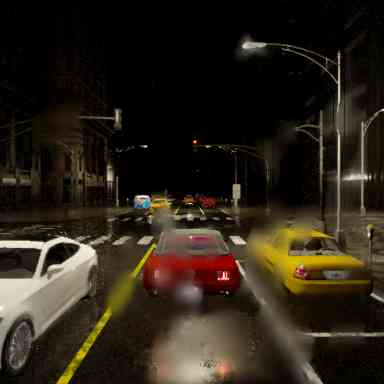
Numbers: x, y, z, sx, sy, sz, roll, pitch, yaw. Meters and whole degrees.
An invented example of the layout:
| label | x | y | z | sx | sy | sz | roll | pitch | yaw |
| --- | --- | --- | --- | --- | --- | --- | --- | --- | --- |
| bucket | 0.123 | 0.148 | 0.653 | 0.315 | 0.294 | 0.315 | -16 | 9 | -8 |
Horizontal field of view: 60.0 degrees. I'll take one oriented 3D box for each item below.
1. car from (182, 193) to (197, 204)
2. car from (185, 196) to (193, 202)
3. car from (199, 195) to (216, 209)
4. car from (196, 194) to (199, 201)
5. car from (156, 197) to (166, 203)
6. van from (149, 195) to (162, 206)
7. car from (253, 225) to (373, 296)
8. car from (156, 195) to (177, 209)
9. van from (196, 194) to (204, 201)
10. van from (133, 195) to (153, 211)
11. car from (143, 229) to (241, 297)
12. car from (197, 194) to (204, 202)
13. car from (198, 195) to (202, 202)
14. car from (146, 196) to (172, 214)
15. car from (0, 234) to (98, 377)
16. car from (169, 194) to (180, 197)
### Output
| label | x | y | z | sx | sy | sz | roll | pitch | yaw |
| --- | --- | --- | --- | --- | --- | --- | --- | --- | --- |
| car | -0.570 | 1.515 | 65.758 | 1.882 | 1.535 | 5.008 | 0 | 0 | -1 |
| car | -0.662 | 1.493 | 76.206 | 1.895 | 1.301 | 4.718 | 0 | 0 | -1 |
| car | 2.376 | 1.564 | 46.488 | 1.887 | 1.381 | 4.507 | 0 | 0 | -1 |
| car | 2.225 | 1.560 | 63.233 | 1.752 | 1.417 | 4.829 | 0 | 0 | -1 |
| car | -6.369 | 1.622 | 68.530 | 1.802 | 1.307 | 4.206 | 0 | 0 | -1 |
| van | -6.275 | 1.370 | 57.480 | 1.690 | 1.788 | 3.998 | 0 | 0 | -1 |
| car | 2.699 | 1.526 | 8.566 | 1.752 | 1.417 | 4.829 | 0 | 0 | -1 |
| car | -3.485 | 1.509 | 45.154 | 2.128 | 1.511 | 4.902 | 0 | 0 | -1 |
| van | 2.027 | 1.398 | 85.164 | 1.690 | 1.788 | 3.998 | 0 | 0 | -1 |
| van | -6.132 | 1.356 | 40.906 | 1.690 | 1.788 | 3.998 | 0 | 0 | -1 |
| car | -0.009 | 1.602 | 8.503 | 1.895 | 1.301 | 4.718 | 0 | 0 | 0 |
| car | 2.276 | 1.574 | 57.538 | 1.887 | 1.381 | 4.507 | 0 | 0 | -1 |
| car | 2.326 | 1.568 | 52.013 | 1.887 | 1.381 | 4.507 | 0 | 0 | -1 |
| car | -3.395 | 1.489 | 35.267 | 1.882 | 1.535 | 5.008 | 0 | 0 | -2 |
| car | -2.989 | 1.526 | 5.687 | 1.812 | 1.442 | 4.674 | 0 | 0 | 1 |
| car | -3.581 | 1.534 | 58.575 | 1.837 | 1.490 | 4.892 | 0 | 0 | 0 |
